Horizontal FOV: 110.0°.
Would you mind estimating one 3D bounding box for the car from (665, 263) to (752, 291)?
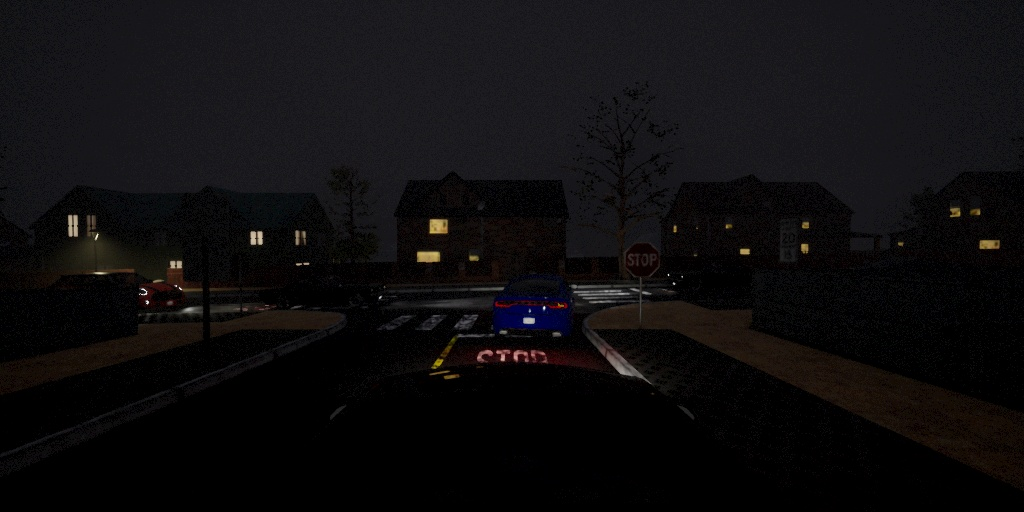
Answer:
[{"bbox_3d":[10.401,1.034,18.202,4.718,1.301,1.895,-1,1,-1],"label":"car"}]

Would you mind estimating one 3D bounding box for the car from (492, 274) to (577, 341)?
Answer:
[{"bbox_3d":[0.781,1.226,10.061,1.882,1.535,5.008,0,0,10],"label":"car"}]

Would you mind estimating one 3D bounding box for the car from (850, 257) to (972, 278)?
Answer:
[{"bbox_3d":[20.046,0.753,18.243,5.357,1.411,2.033,-1,1,0],"label":"car"}]

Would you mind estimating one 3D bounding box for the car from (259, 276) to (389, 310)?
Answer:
[{"bbox_3d":[-7.820,1.506,15.263,4.718,1.301,1.895,-1,1,0],"label":"car"}]

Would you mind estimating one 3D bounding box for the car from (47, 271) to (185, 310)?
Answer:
[{"bbox_3d":[-16.807,1.471,15.251,4.553,1.767,2.097,-1,1,0],"label":"car"}]
